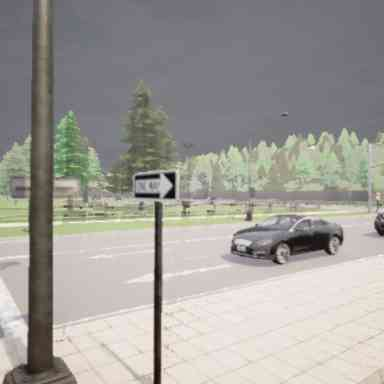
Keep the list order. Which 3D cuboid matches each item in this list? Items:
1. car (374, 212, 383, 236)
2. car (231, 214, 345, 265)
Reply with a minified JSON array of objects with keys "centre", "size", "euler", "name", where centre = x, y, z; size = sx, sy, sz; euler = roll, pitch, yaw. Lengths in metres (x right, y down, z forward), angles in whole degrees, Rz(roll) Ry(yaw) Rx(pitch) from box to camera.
[{"centre":[12.313,1.366,18.281],"size":[5.566,2.045,2.150],"euler":[0,0,-35],"name":"car"},{"centre":[3.567,1.560,12.064],"size":[4.902,1.511,2.128],"euler":[0,0,-35],"name":"car"}]
